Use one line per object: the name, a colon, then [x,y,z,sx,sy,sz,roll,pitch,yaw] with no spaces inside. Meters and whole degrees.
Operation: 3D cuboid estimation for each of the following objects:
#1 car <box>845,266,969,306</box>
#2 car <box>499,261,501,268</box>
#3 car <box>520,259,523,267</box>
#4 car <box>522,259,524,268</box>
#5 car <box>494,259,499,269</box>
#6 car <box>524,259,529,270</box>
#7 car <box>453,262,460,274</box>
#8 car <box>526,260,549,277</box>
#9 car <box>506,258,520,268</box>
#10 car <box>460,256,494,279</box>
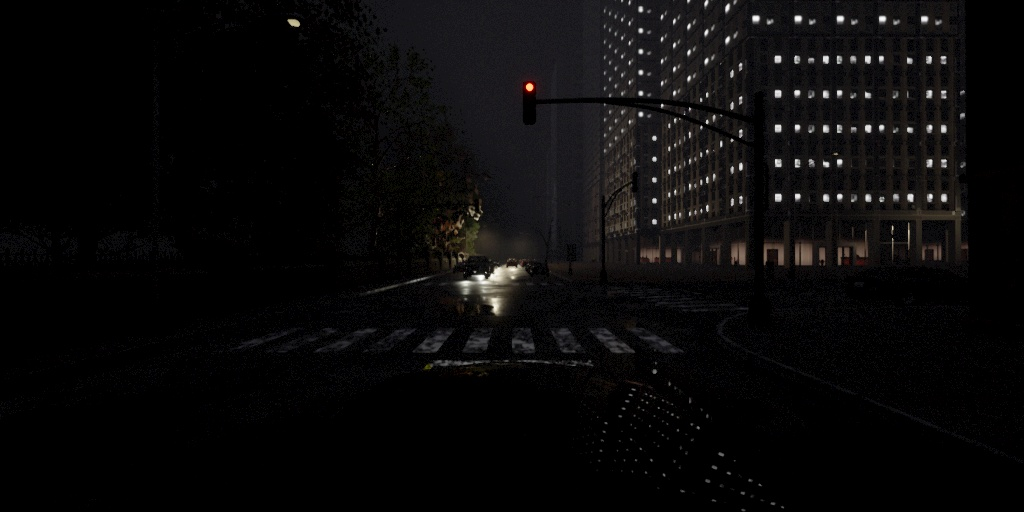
car: [14.684,1.026,13.033,4.313,1.339,1.948,0,0,0]
car: [-3.045,1.298,63.565,1.837,1.490,4.892,0,0,0]
car: [2.687,1.337,63.778,1.888,1.381,4.507,0,0,0]
car: [2.687,1.339,46.880,1.948,1.339,4.313,0,0,0]
car: [-3.101,1.262,43.458,2.128,1.511,4.902,0,0,0]
car: [2.687,1.334,41.248,1.948,1.339,4.313,0,0,0]
car: [-5.693,1.350,41.247,1.802,1.307,4.207,0,0,0]
car: [2.687,1.330,35.615,1.948,1.339,4.313,0,0,0]
car: [-0.003,1.267,62.068,1.882,1.535,5.008,0,0,0]
car: [-3.103,0.984,32.821,2.150,2.045,5.566,0,0,0]
